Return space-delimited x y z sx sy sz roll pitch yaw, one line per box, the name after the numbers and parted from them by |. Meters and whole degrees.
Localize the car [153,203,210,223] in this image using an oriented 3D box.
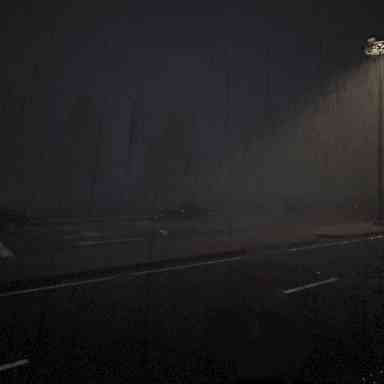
-0.765 1.583 25.954 4.674 1.442 1.812 0 0 -34 | car

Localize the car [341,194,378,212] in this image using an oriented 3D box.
20.311 1.276 40.150 5.566 2.045 2.150 0 0 -34 | car

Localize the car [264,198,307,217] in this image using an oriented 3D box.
9.185 1.407 32.610 4.553 1.767 2.097 0 0 -34 | car

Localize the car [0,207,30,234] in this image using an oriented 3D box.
-11.637 1.564 18.287 4.892 1.490 1.837 0 0 -35 | car
